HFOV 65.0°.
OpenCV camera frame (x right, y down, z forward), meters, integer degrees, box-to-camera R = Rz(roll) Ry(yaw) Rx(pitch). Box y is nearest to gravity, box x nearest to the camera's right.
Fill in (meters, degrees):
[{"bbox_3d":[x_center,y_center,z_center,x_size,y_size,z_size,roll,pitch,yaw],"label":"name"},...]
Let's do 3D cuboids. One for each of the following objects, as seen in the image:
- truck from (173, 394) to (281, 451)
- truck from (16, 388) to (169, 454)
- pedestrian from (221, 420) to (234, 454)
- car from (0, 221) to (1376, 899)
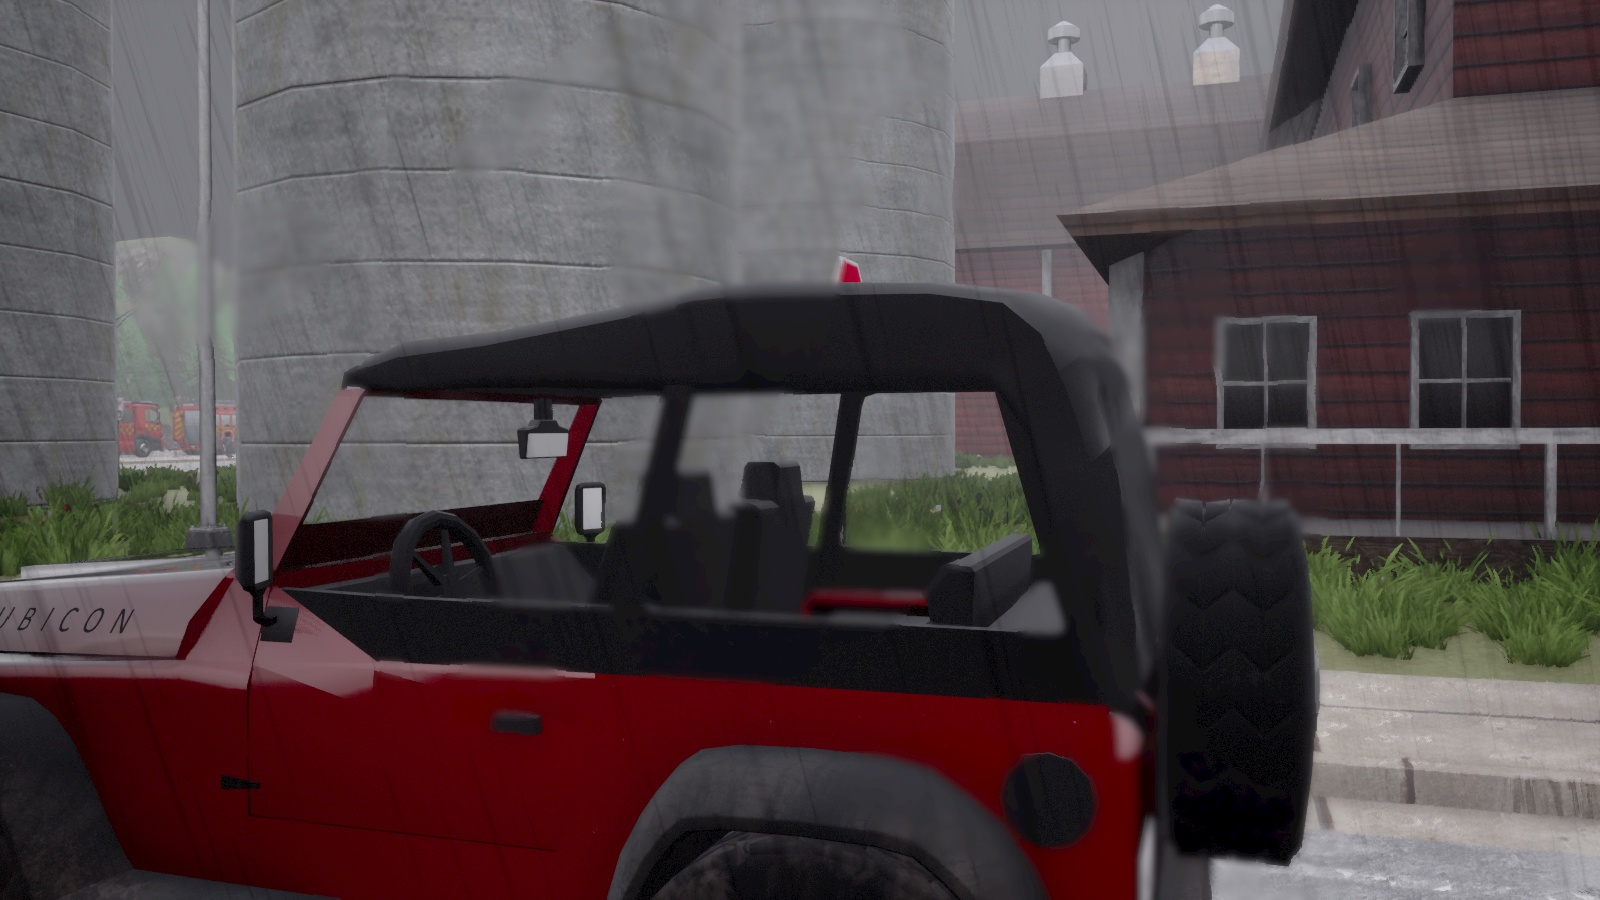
[{"bbox_3d":[-40.253,-1.908,88.614,2.891,3.827,8.468,0,1,7],"label":"truck"},{"bbox_3d":[-43.146,-1.732,76.966,2.891,3.827,8.468,1,1,18],"label":"truck"},{"bbox_3d":[-31.078,-0.727,68.193,0.345,1.836,0.594,1,1,18],"label":"pedestrian"},{"bbox_3d":[-0.671,0.565,3.415,3.866,1.878,1.905,1,1,19],"label":"car"}]
